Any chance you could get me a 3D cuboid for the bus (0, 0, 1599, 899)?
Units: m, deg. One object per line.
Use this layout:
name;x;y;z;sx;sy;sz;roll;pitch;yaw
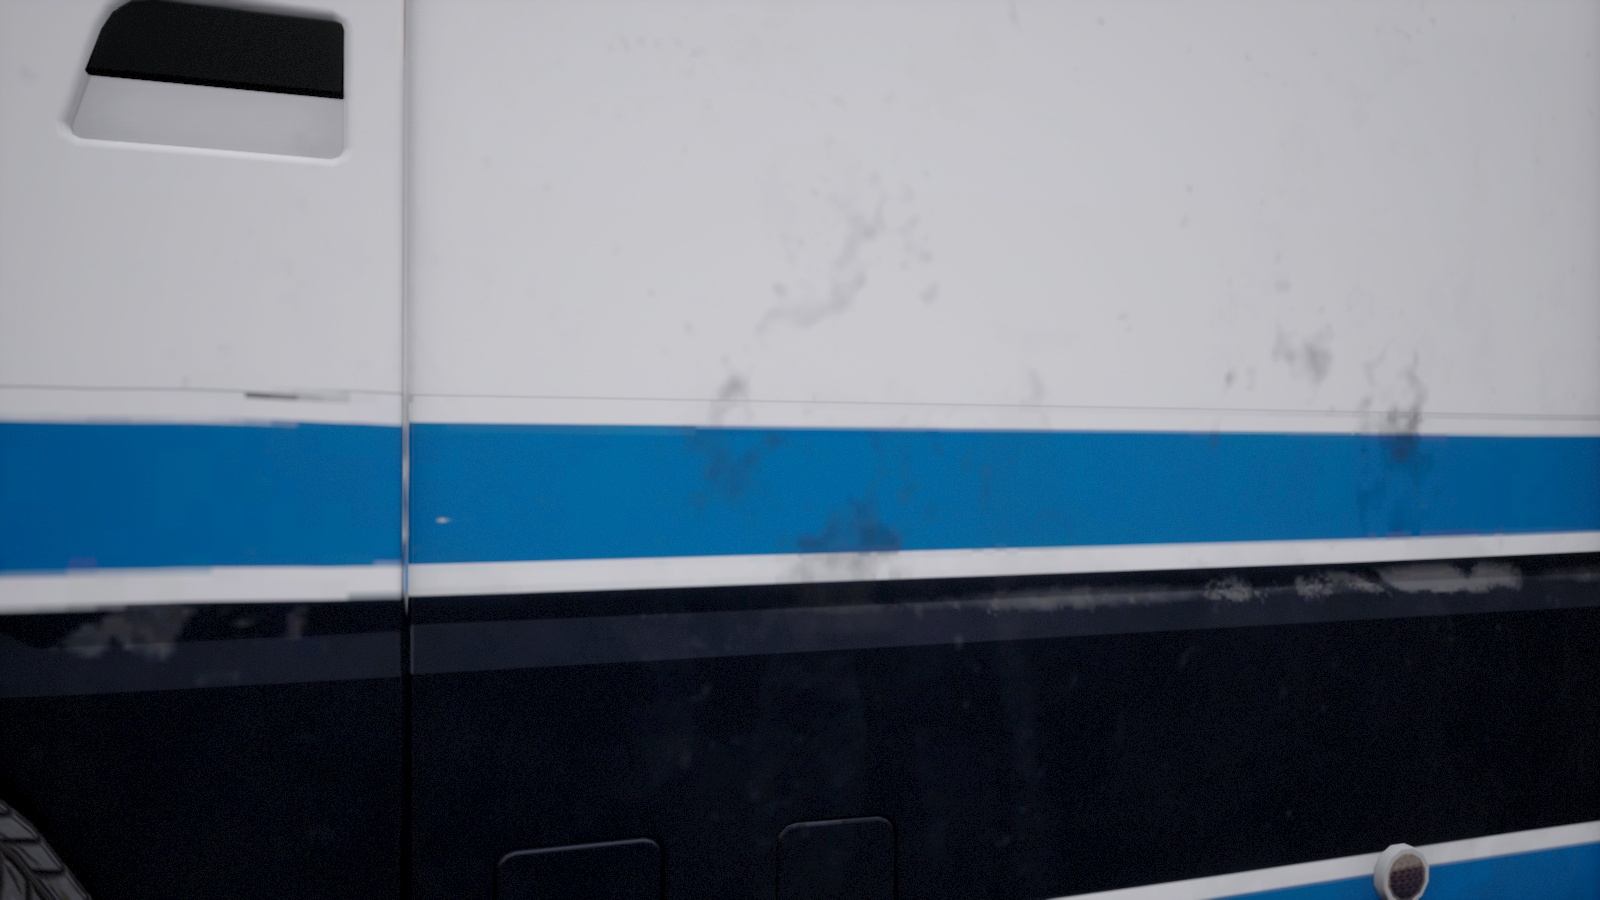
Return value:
bus;0.959;-0.648;3.588;10.273;4.253;3.944;-1;1;-21
